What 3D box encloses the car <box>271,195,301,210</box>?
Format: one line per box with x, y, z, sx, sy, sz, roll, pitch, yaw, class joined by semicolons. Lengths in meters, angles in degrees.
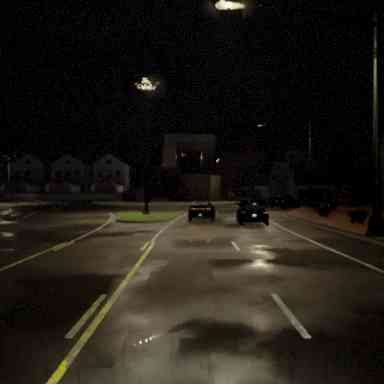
11.211;1.150;39.706;2.097;1.767;4.553;0;0;45;car

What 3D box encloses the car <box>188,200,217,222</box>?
0.828;1.363;25.089;2.128;1.511;4.902;0;0;6;car

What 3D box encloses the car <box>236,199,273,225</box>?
4.135;1.446;23.076;1.994;1.385;4.181;0;0;5;car

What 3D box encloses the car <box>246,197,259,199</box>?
7.552;1.355;40.895;1.994;1.385;4.181;0;0;44;car
